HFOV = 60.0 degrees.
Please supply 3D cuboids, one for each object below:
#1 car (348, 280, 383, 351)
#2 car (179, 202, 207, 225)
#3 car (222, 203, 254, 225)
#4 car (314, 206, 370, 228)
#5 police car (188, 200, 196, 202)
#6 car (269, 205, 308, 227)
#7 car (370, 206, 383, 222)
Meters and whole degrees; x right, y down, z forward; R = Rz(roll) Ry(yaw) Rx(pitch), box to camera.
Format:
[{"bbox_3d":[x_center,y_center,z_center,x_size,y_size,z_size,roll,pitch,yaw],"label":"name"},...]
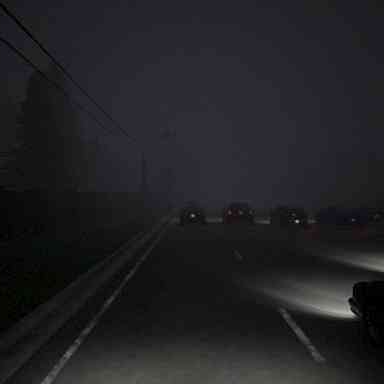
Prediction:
[{"bbox_3d":[3.600,1.582,3.249,2.033,1.411,5.357,0,-1,0],"label":"car"},{"bbox_3d":[0.075,1.769,26.168,2.163,1.488,4.792,0,-1,0],"label":"car"},{"bbox_3d":[3.605,1.624,26.808,2.097,1.767,4.553,0,-1,0],"label":"car"},{"bbox_3d":[10.605,1.724,24.334,1.882,1.535,5.008,0,-1,0],"label":"car"},{"bbox_3d":[0.023,1.970,46.333,2.038,1.542,4.974,0,-1,0],"label":"police car"},{"bbox_3d":[7.103,1.757,24.886,1.837,1.490,4.892,0,-1,0],"label":"car"},{"bbox_3d":[14.105,1.818,26.715,2.033,1.411,5.357,0,-1,0],"label":"car"}]
